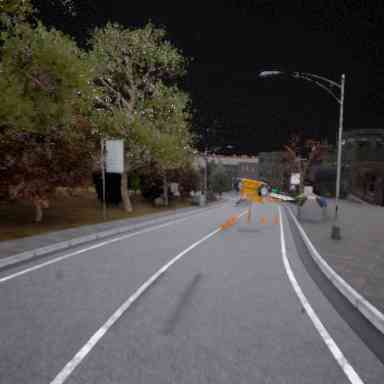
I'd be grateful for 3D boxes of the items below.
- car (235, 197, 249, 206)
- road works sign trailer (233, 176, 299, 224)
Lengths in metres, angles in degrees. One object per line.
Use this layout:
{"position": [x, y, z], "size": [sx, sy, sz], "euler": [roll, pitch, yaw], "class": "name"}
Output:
{"position": [7.612, 1.273, 50.280], "size": [1.812, 1.442, 4.674], "euler": [2, 0, 14], "class": "car"}
{"position": [4.714, 0.576, 21.227], "size": [3.560, 2.880, 2.380], "euler": [0, 10, -33], "class": "road works sign trailer"}
